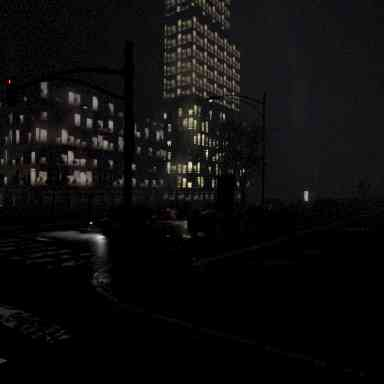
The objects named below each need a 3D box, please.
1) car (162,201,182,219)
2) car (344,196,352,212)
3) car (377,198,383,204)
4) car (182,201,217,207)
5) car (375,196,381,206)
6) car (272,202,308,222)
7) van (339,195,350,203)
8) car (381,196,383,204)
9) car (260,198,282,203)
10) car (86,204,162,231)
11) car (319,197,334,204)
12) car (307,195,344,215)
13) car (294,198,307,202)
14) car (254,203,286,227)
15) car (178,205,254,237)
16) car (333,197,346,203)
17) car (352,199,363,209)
[{"bbox_3d":[-1.580,1.481,29.474,1.967,1.590,4.097,1,0,36],"label":"car"},{"bbox_3d":[18.499,1.720,42.250,1.967,1.590,4.097,1,0,36],"label":"car"},{"bbox_3d":[44.841,2.046,77.998,2.008,1.369,4.403,1,0,36],"label":"car"},{"bbox_3d":[1.619,1.569,29.222,1.882,1.535,5.008,1,0,36],"label":"car"},{"bbox_3d":[35.048,1.940,64.740,1.752,1.417,4.829,1,0,36],"label":"car"},{"bbox_3d":[7.992,1.778,27.899,1.802,1.307,4.206,1,0,36],"label":"car"},{"bbox_3d":[38.102,1.705,82.976,1.690,1.788,3.998,1,0,36],"label":"van"},{"bbox_3d":[41.546,1.783,73.533,2.192,1.841,5.009,1,0,36],"label":"car"},{"bbox_3d":[9.334,1.507,39.634,2.097,1.767,4.553,1,0,37],"label":"car"},{"bbox_3d":[-4.375,1.549,21.112,1.837,1.490,4.892,1,0,36],"label":"car"},{"bbox_3d":[28.206,1.848,69.581,1.947,1.339,4.313,1,0,36],"label":"car"},{"bbox_3d":[15.228,1.569,37.765,2.192,1.841,5.009,1,0,36],"label":"car"},{"bbox_3d":[18.210,1.726,56.050,1.752,1.417,4.829,1,0,36],"label":"car"},{"bbox_3d":[4.737,1.737,23.490,1.947,1.339,4.313,1,0,36],"label":"car"},{"bbox_3d":[1.479,1.696,19.081,2.008,1.369,4.403,1,0,36],"label":"car"},{"bbox_3d":[34.701,1.861,78.375,1.752,1.417,4.829,1,0,36],"label":"car"},{"bbox_3d":[25.053,1.773,51.209,1.967,1.590,4.097,1,0,36],"label":"car"}]
